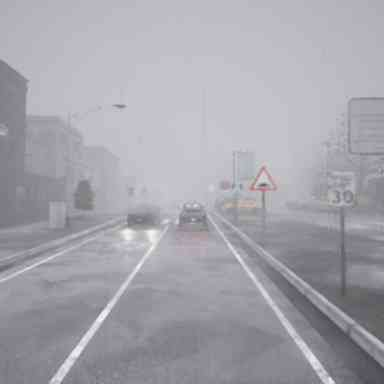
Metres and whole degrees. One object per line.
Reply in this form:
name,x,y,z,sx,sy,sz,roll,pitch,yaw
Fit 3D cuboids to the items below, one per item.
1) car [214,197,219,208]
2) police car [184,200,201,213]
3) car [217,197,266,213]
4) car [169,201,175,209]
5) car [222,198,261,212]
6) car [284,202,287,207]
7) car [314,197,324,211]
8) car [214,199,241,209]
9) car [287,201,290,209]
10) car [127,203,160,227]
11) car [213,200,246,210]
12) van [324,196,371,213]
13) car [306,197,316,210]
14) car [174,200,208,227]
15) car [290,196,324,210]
car,6.177,1.752,51.760,5.566,2.045,2.435,0,-2,-1
police car,0.042,1.781,41.956,2.038,1.542,4.974,0,-1,0
car,6.073,1.702,39.609,5.366,1.575,1.946,0,-1,0
car,-3.409,2.612,65.095,1.837,1.490,4.892,0,-2,0
car,6.265,1.637,42.530,4.553,1.767,2.185,0,-1,0
car,18.337,1.883,55.701,5.566,2.045,2.435,0,-2,-1
car,18.693,1.750,41.861,5.366,1.575,1.946,0,-1,0
car,6.101,2.073,57.705,4.553,1.767,2.185,0,-2,-1
car,18.394,2.048,53.025,4.892,1.521,2.231,0,-2,-1
car,-3.362,1.541,23.684,1.882,1.535,5.008,0,0,0
car,6.115,2.098,54.667,5.008,1.535,2.097,0,-2,-1
van,18.415,1.471,39.070,4.442,1.987,1.878,0,-1,0
car,18.671,1.809,44.522,5.366,1.575,1.946,0,-1,0
car,0.078,1.547,23.351,2.128,1.511,4.902,-1,0,0
car,18.408,1.709,50.242,5.566,2.045,2.435,0,-2,-1
